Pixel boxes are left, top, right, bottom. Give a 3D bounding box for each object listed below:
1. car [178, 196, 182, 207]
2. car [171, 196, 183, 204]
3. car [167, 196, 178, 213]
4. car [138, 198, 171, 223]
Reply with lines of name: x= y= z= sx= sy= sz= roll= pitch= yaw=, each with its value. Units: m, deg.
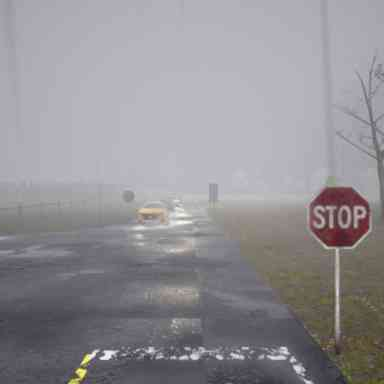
car: x=-2.955 y=1.351 z=49.549 sx=2.097 sy=1.767 sz=4.553 roll=0 pitch=0 yaw=0
car: x=-2.916 y=1.523 z=65.333 sx=2.128 sy=1.511 sz=4.902 roll=0 pitch=0 yaw=0
car: x=-2.941 y=1.508 z=37.293 sx=1.837 sy=1.490 sz=4.892 roll=0 pitch=0 yaw=0
car: x=-2.915 y=1.481 z=25.532 sx=1.882 sy=1.535 sz=5.008 roll=0 pitch=0 yaw=0
